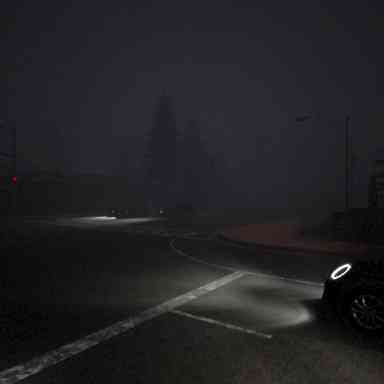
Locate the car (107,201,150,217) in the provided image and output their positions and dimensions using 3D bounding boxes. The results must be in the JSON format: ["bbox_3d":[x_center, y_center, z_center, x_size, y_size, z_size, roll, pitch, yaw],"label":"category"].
[{"bbox_3d":[-5.766,1.548,30.944,1.994,1.385,4.181,0,0,38],"label":"car"}]

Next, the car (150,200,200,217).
[{"bbox_3d":[-1.213,1.479,31.117,2.128,1.511,4.902,0,0,38],"label":"car"}]

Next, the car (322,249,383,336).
[{"bbox_3d":[4.491,1.356,5.137,4.553,1.767,2.097,0,0,38],"label":"car"}]
